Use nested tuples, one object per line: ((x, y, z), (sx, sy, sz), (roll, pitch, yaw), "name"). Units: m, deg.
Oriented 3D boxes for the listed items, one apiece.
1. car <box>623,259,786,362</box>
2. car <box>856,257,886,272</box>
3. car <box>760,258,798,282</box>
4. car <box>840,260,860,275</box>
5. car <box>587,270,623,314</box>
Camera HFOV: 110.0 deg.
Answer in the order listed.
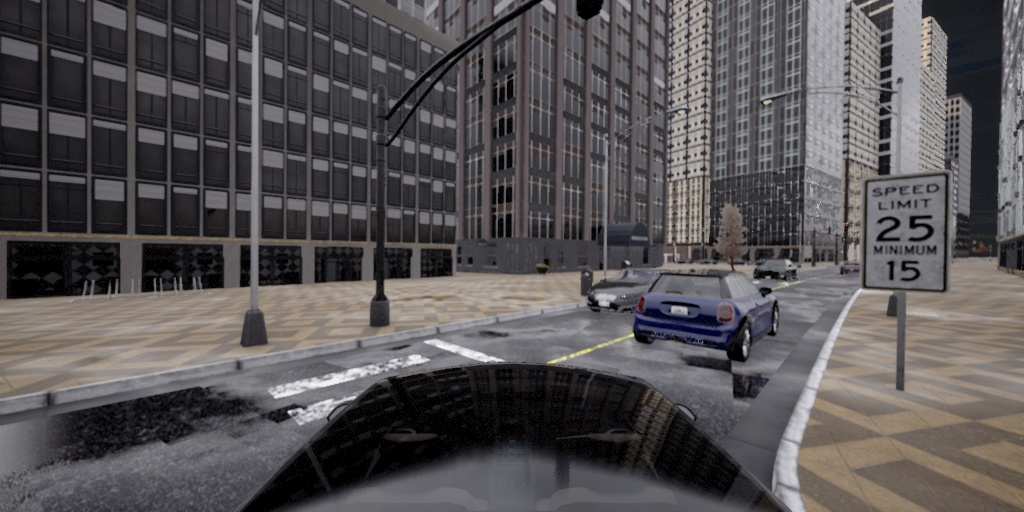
((4.773, 1.083, 8.536), (2.097, 1.767, 4.553), (1, 1, 45), "car")
((44.281, 0.969, 44.178), (4.553, 1.767, 2.097), (0, 1, -39), "car")
((20.501, 0.992, 27.865), (4.553, 1.767, 2.097), (0, 1, -42), "car")
((34.490, 1.138, 36.009), (4.902, 1.511, 2.128), (0, 1, -41), "car")
((4.531, 1.177, 12.632), (4.902, 1.511, 2.128), (0, 1, -45), "car")
